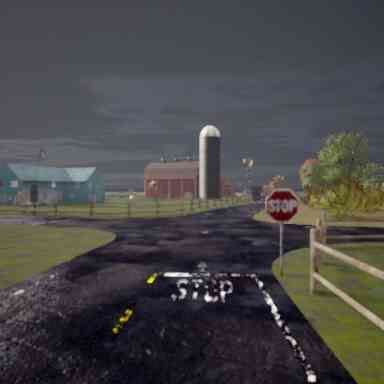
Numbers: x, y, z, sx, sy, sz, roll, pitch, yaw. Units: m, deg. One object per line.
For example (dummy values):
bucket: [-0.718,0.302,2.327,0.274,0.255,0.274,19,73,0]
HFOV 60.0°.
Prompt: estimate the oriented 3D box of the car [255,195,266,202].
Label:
car: [14.746,1.347,71.903,2.128,1.511,4.902,0,0,21]
